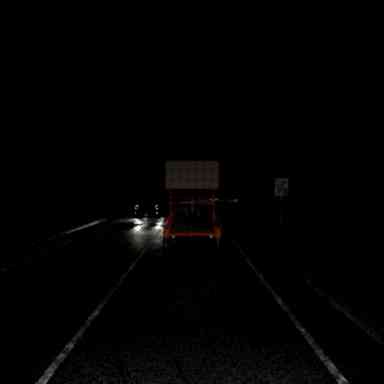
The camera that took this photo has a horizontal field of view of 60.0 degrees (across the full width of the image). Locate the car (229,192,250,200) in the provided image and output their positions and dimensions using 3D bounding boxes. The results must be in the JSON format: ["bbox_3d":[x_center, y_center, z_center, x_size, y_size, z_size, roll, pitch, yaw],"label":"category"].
[{"bbox_3d":[9.451,0.708,65.945,4.892,1.490,1.837,-2,0,-39],"label":"car"}]

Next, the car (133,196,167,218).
[{"bbox_3d":[-3.296,1.112,26.866,2.097,1.767,4.553,0,0,3],"label":"car"}]

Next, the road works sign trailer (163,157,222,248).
[{"bbox_3d":[0.012,0.337,14.116,2.380,3.560,2.880,0,1,0],"label":"road works sign trailer"}]
